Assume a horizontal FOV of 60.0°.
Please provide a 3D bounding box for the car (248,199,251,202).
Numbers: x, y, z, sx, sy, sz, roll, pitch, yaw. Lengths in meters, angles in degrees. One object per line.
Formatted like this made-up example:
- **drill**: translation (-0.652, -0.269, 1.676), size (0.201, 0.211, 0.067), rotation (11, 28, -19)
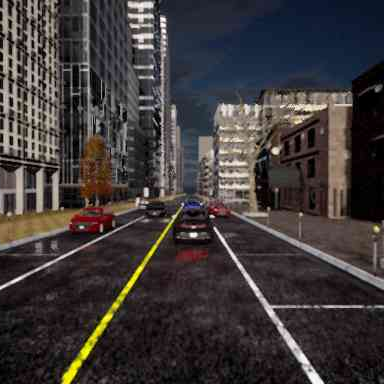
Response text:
- **car**: translation (16.102, 1.882, 82.204), size (4.403, 1.369, 2.008), rotation (0, 0, 1)

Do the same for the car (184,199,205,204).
- **car**: translation (0.013, 1.575, 33.197), size (1.882, 1.535, 5.008), rotation (0, 0, 0)

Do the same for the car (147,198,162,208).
- **car**: translation (-5.970, 1.702, 53.427), size (1.887, 1.381, 4.507), rotation (-1, 0, 0)

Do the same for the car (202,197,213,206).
- **car**: translation (2.654, 1.702, 59.206), size (1.752, 1.417, 4.829), rotation (-1, 0, 0)

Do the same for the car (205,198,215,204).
- **car**: translation (2.652, 1.652, 36.459), size (1.887, 1.381, 4.507), rotation (-1, 0, 0)

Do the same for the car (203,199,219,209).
- **car**: translation (2.684, 1.692, 47.748), size (2.008, 1.369, 4.403), rotation (-1, 0, 0)

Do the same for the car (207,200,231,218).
- **car**: translation (2.633, 1.673, 30.815), size (1.802, 1.307, 4.206), rotation (-1, 0, 0)

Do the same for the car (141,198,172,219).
- **car**: translation (-3.178, 1.567, 30.760), size (1.882, 1.535, 5.008), rotation (0, 0, 0)

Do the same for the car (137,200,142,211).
- **car**: translation (-5.914, 1.674, 42.138), size (2.008, 1.369, 4.403), rotation (-1, 0, 0)

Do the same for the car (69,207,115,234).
- **car**: translation (-5.752, 1.601, 19.563), size (1.887, 1.381, 4.507), rotation (-1, 0, 0)

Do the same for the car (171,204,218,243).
- **car**: translation (0.056, 1.552, 16.293), size (1.837, 1.490, 4.892), rotation (0, 0, 0)
